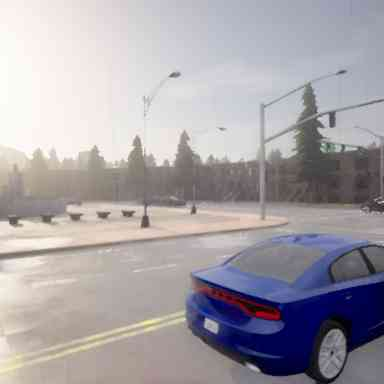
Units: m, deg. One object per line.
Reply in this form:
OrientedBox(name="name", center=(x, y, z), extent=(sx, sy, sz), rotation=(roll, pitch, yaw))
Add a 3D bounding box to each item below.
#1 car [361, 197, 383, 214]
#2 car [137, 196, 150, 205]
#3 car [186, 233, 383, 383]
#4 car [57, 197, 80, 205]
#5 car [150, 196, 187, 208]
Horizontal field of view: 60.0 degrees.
OrientedBox(name="car", center=(16.465, 1.132, 27.839), extent=(1.837, 1.490, 4.892), rotation=(2, 0, -17))
OrientedBox(name="car", center=(-5.778, 1.242, 49.918), extent=(5.357, 1.411, 2.033), rotation=(0, 0, 36))
OrientedBox(name="car", center=(2.257, 1.416, 5.409), extent=(5.008, 1.535, 1.882), rotation=(-1, 1, -35))
OrientedBox(name="car", center=(-20.425, 1.423, 53.585), extent=(4.718, 1.301, 1.895), rotation=(0, 0, 16))
OrientedBox(name="car", center=(-2.780, 1.196, 42.487), extent=(1.882, 1.535, 5.008), rotation=(-1, 0, -45))
